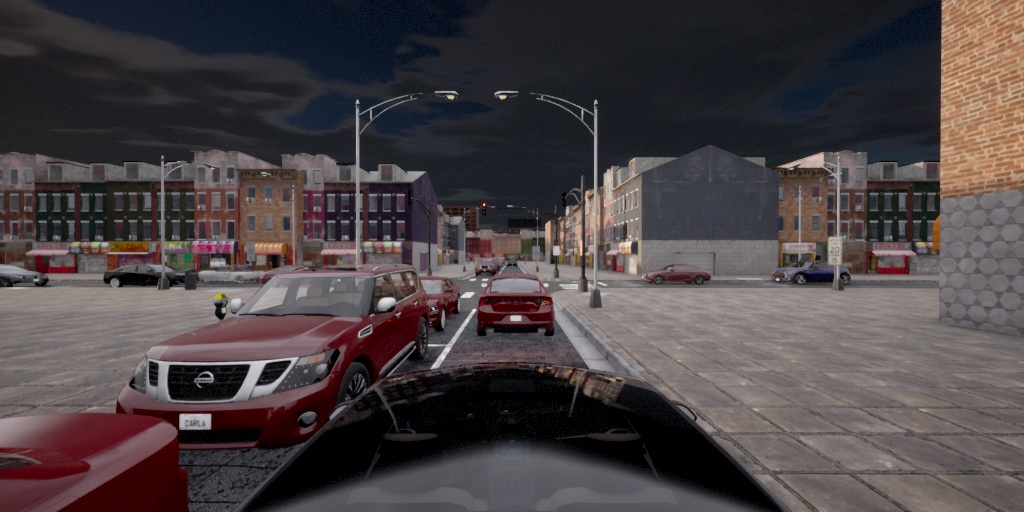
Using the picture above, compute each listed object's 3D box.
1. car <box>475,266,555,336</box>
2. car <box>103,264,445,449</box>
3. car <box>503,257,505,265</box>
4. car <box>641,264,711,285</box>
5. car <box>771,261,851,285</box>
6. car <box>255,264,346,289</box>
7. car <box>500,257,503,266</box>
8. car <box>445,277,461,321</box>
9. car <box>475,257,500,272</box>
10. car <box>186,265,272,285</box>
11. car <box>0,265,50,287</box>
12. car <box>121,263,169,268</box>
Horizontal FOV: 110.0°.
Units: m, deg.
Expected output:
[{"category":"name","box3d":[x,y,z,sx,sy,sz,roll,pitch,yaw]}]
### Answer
[{"category":"car","box3d":[0.090,1.227,10.405,1.882,1.535,5.008,0,0,0]},{"category":"car","box3d":[-2.642,1.064,5.508,2.192,1.841,5.009,0,0,0]},{"category":"car","box3d":[-2.682,1.337,64.484,2.007,1.370,4.403,0,0,0]},{"category":"car","box3d":[11.735,1.284,25.721,4.674,1.442,1.812,0,0,2]},{"category":"car","box3d":[21.312,1.128,25.711,4.553,1.767,2.097,1,0,0]},{"category":"car","box3d":[-13.354,1.278,22.837,4.674,1.442,1.812,0,0,-1]},{"category":"car","box3d":[-2.670,1.081,48.204,2.192,1.841,5.009,0,0,0]},{"category":"car","box3d":[-2.645,1.294,10.941,1.888,1.381,4.507,0,0,0]},{"category":"car","box3d":[-2.663,1.073,37.351,2.192,1.841,5.009,0,0,0]},{"category":"car","box3d":[-20.229,1.326,25.757,4.718,1.301,1.895,0,0,0]},{"category":"car","box3d":[-32.609,1.266,22.820,4.674,1.442,1.812,0,0,0]},{"category":"car","box3d":[-22.812,1.222,22.811,5.008,1.535,1.882,0,0,0]}]
